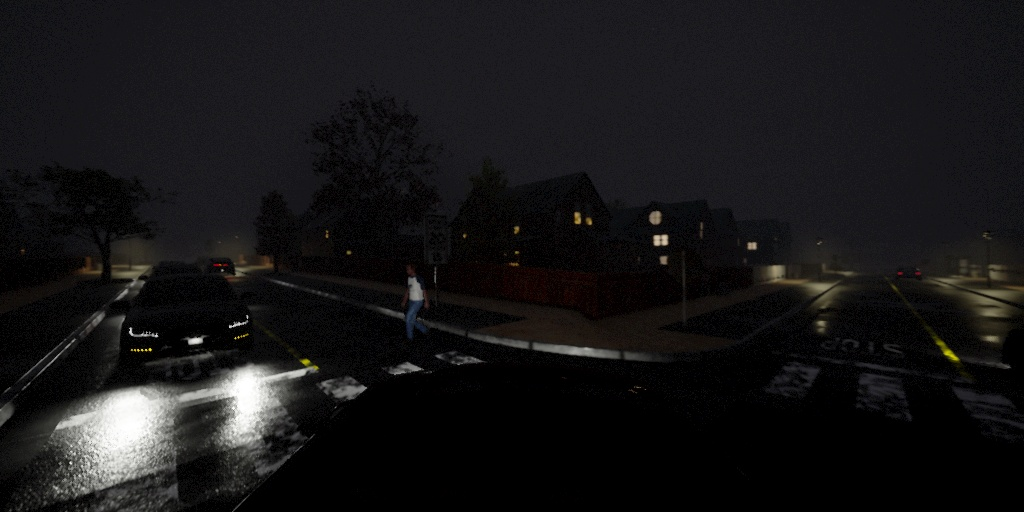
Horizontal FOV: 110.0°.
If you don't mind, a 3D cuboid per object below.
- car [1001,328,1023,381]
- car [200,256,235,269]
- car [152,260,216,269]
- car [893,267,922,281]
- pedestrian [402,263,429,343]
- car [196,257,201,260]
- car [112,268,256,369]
[{"bbox_3d":[8.611,1.380,4.479,1.994,1.385,4.181,-1,-1,34],"label":"car"},{"bbox_3d":[-25.361,0.894,31.041,1.837,1.490,4.892,-1,1,-44],"label":"car"},{"bbox_3d":[-13.652,1.097,14.664,1.837,1.490,4.892,-1,1,-44],"label":"car"},{"bbox_3d":[41.102,1.803,37.268,5.357,1.411,2.033,1,-1,-45],"label":"car"},{"bbox_3d":[-2.160,0.954,7.982,0.375,1.860,0.375,1,-1,-44],"label":"pedestrian"},{"bbox_3d":[-36.809,0.775,42.903,1.837,1.490,4.892,-1,1,-44],"label":"car"},{"bbox_3d":[-7.100,1.182,7.869,1.837,1.490,4.892,-1,1,-44],"label":"car"}]
